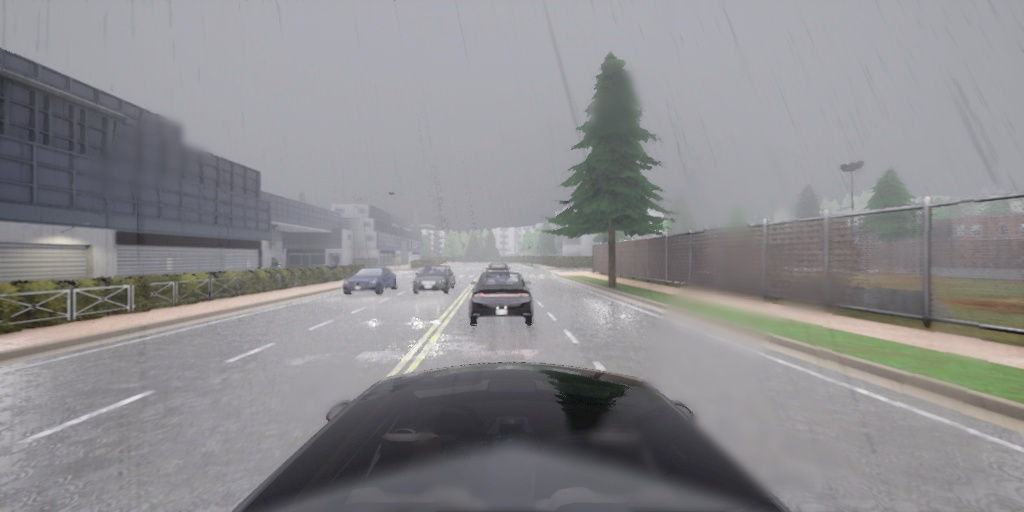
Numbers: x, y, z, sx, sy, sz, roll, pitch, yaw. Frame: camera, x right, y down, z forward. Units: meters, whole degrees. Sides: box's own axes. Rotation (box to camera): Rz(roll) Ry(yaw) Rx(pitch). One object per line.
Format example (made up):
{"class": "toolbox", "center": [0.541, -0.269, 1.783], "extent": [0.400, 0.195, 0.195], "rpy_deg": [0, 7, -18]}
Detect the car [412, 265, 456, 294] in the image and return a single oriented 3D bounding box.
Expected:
{"class": "car", "center": [-4.330, 1.289, 20.488], "extent": [2.128, 1.511, 4.902], "rpy_deg": [0, 0, -3]}

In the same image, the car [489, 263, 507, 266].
{"class": "car", "center": [-1.080, 1.288, 27.980], "extent": [2.128, 1.511, 4.902], "rpy_deg": [0, 0, -3]}

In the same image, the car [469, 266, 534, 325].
{"class": "car", "center": [-0.361, 1.260, 11.861], "extent": [2.128, 1.511, 4.902], "rpy_deg": [0, 0, -2]}

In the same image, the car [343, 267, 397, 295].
{"class": "car", "center": [-7.824, 1.332, 20.263], "extent": [1.812, 1.442, 4.674], "rpy_deg": [0, 0, -3]}
